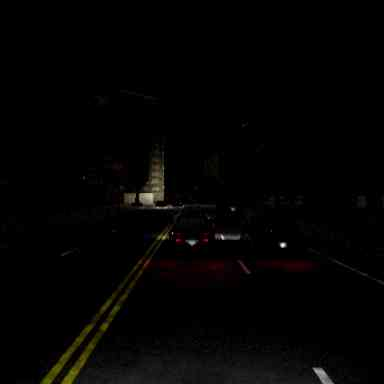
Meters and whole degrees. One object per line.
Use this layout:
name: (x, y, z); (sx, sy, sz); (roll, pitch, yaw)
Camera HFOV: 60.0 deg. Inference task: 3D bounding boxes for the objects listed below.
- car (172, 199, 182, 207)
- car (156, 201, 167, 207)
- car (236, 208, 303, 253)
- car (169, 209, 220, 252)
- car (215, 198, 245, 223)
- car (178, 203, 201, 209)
car: (-3.223, 2.267, 71.018); (2.097, 1.767, 4.553); (0, -1, 0)
car: (-6.473, 2.506, 70.955); (1.895, 1.301, 4.718); (0, -1, 0)
car: (3.259, 1.648, 14.312); (1.837, 1.490, 4.892); (0, 0, 0)
car: (0.009, 1.666, 14.370); (1.812, 1.442, 4.674); (0, 0, 0)
car: (3.262, 1.517, 29.026); (2.150, 2.045, 5.566); (0, -1, 0)
car: (0.013, 1.902, 29.105); (1.895, 1.301, 4.718); (0, -1, 0)
